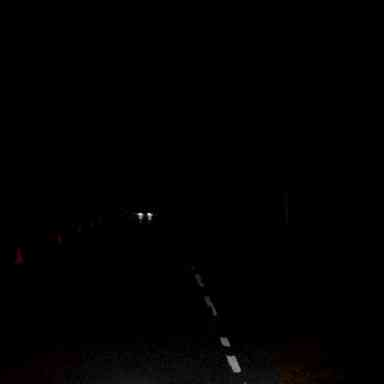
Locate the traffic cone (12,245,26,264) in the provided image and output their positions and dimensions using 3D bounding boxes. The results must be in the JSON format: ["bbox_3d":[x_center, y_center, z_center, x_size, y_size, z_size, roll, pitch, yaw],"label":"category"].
[{"bbox_3d":[-5.797,2.089,11.161,0.340,0.580,0.340,-1,-1,-6],"label":"traffic cone"}]

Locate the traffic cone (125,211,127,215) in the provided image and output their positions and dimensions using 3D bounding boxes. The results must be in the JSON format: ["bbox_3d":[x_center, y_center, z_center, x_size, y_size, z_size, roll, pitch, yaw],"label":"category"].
[{"bbox_3d":[-10.083,3.167,51.211,0.340,0.580,0.340,-1,-2,0],"label":"traffic cone"}]

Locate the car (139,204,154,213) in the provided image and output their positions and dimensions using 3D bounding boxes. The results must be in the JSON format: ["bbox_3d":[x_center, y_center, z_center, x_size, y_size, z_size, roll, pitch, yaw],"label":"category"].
[{"bbox_3d":[-7.668,2.851,56.551,1.837,1.490,4.892,-1,-2,2],"label":"car"}]

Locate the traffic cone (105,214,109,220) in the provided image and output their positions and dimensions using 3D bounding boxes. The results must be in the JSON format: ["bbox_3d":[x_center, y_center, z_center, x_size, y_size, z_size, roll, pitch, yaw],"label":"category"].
[{"bbox_3d":[-9.216,2.706,35.921,0.340,0.580,0.340,-1,-2,-7],"label":"traffic cone"}]

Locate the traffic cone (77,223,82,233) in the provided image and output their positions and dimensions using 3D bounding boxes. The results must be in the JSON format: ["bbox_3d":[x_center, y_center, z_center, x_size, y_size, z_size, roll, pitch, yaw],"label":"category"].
[{"bbox_3d":[-7.102,2.272,20.984,0.340,0.580,0.340,-1,-1,-8],"label":"traffic cone"}]

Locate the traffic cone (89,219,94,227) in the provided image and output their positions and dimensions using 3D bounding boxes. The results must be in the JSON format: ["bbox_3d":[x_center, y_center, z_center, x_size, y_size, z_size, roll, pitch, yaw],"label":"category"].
[{"bbox_3d":[-7.821,2.399,25.936,0.340,0.580,0.340,-1,-2,-8],"label":"traffic cone"}]
